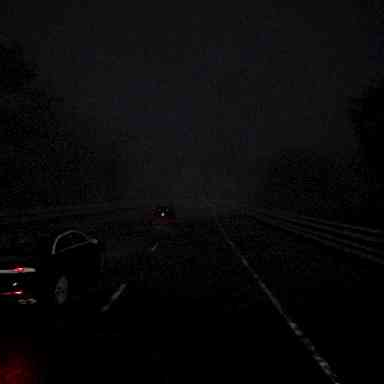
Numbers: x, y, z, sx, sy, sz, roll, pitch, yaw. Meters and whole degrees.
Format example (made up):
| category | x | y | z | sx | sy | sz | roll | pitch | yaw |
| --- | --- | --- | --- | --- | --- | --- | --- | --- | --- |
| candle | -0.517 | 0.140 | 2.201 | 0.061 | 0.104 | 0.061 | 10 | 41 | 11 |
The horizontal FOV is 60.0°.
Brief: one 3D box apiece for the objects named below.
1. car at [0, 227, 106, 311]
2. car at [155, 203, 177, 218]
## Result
| category | x | y | z | sx | sy | sz | roll | pitch | yaw |
| --- | --- | --- | --- | --- | --- | --- | --- | --- | --- |
| car | -3.481 | 1.597 | 8.010 | 2.128 | 1.511 | 4.902 | 0 | -1 | 1 |
| car | -2.750 | 1.972 | 35.216 | 1.837 | 1.490 | 4.892 | 0 | -1 | 3 |
